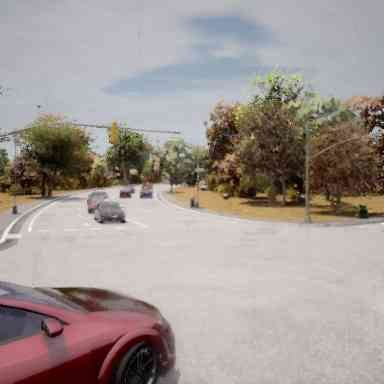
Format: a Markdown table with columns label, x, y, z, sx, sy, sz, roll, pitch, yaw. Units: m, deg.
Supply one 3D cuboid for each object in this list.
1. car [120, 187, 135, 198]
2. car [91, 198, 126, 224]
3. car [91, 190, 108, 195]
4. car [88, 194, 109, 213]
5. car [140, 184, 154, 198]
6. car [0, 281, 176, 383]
| label | x | y | z | sx | sy | sz | roll | pitch | yaw |
| --- | --- | --- | --- | --- | --- | --- | --- | --- | --- |
| car | -11.318 | 0.122 | 56.984 | 1.882 | 1.535 | 5.008 | 0 | 3 | -8 |
| car | -6.328 | 1.498 | 25.451 | 1.837 | 1.490 | 4.892 | 0 | 1 | -23 |
| car | -12.473 | 0.726 | 43.671 | 2.097 | 1.767 | 4.553 | 0 | 3 | -14 |
| car | -9.658 | 1.311 | 34.114 | 1.812 | 1.442 | 4.674 | 0 | 2 | -19 |
| car | -7.788 | 0.037 | 57.098 | 2.097 | 1.767 | 4.553 | 0 | 4 | -8 |
| car | -2.123 | 1.565 | 3.187 | 1.994 | 1.385 | 4.181 | 0 | 0 | 43 |
